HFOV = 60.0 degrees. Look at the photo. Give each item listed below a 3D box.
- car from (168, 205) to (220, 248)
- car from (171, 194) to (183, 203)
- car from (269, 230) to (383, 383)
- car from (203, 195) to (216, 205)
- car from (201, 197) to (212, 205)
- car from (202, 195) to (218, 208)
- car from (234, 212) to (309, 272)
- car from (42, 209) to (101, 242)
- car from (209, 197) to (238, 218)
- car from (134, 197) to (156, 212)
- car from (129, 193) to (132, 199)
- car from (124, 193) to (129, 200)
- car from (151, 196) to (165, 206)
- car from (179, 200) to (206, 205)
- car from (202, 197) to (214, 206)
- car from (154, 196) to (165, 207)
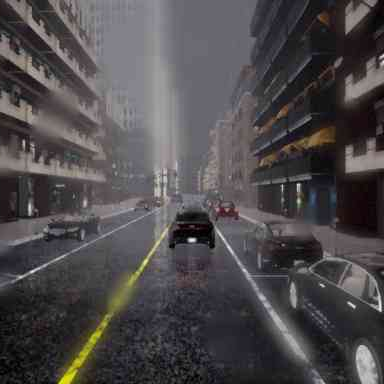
[{"bbox_3d":[0.001,1.519,14.650,1.837,1.490,4.892,0,0,0],"label":"car"},{"bbox_3d":[-3.000,1.355,67.621,2.150,2.045,5.566,0,0,0],"label":"car"},{"bbox_3d":[2.693,1.551,4.843,2.008,1.369,4.403,0,0,0],"label":"car"},{"bbox_3d":[2.692,1.449,38.937,1.967,1.590,4.097,0,0,0],"label":"car"},{"bbox_3d":[2.692,1.589,61.667,1.947,1.339,4.313,0,0,0],"label":"car"},{"bbox_3d":[2.693,1.330,50.302,2.192,1.841,5.009,0,0,0],"label":"car"},{"bbox_3d":[2.693,1.551,10.526,2.008,1.369,4.403,0,0,0],"label":"car"},{"bbox_3d":[-5.688,1.553,16.206,2.008,1.369,4.403,0,0,0],"label":"car"},{"bbox_3d":[2.692,1.445,27.572,1.967,1.590,4.097,0,0,0],"label":"car"},{"bbox_3d":[-5.688,1.591,38.935,1.802,1.307,4.206,0,0,0],"label":"car"},{"bbox_3d":[-17.692,1.065,83.730,5.009,1.841,2.192,1,-1,0],"label":"car"},{"bbox_3d":[-17.558,1.040,75.352,5.009,1.841,2.192,1,-1,0],"label":"car"},{"bbox_3d":[-5.688,1.459,55.982,1.967,1.590,4.097,0,0,0],"label":"car"},{"bbox_3d":[0.001,1.623,29.680,1.895,1.301,4.718,0,0,0],"label":"car"},{"bbox_3d":[2.692,1.544,56.154,1.752,1.417,4.829,0,0,0],"label":"car"},{"bbox_3d":[-5.688,1.455,50.300,1.967,1.590,4.097,0,0,0],"label":"car"}]
